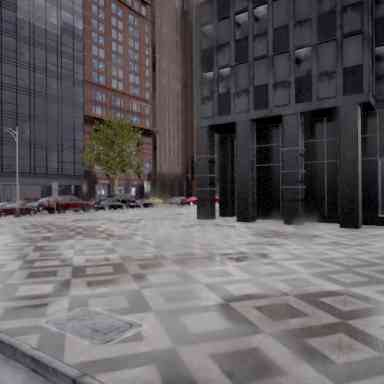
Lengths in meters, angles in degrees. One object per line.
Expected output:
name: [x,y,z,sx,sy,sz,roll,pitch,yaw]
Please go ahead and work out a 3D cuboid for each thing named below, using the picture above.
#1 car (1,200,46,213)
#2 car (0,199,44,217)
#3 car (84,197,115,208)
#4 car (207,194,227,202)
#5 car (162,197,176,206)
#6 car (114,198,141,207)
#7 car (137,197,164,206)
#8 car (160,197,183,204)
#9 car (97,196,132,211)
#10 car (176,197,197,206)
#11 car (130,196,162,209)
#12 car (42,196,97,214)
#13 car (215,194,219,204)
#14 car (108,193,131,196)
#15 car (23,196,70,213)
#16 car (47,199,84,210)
car: [-19.858,1.642,39.354,1.947,1.339,4.313,-1,0,35]
car: [-16.055,1.576,29.865,1.802,1.307,4.206,-1,0,35]
car: [-13.445,1.484,48.631,1.967,1.590,4.097,-1,0,35]
car: [5.799,1.296,76.463,2.192,1.841,5.009,-1,0,35]
car: [-2.029,1.495,54.748,2.033,1.411,5.357,-1,0,35]
car: [-10.236,1.613,53.269,1.802,1.307,4.206,-1,0,35]
car: [-7.126,1.544,57.767,1.752,1.417,4.829,-1,0,35]
car: [-3.821,1.574,62.547,1.947,1.339,4.313,-1,0,35]
car: [-9.641,1.525,39.141,1.947,1.339,4.313,-1,0,35]
car: [-0.021,1.462,53.055,1.887,1.381,4.507,-1,0,35]
car: [-6.435,1.509,43.778,1.947,1.339,4.313,-1,0,35]
car: [-12.850,1.290,34.504,2.192,1.841,5.009,-1,0,35]
car: [3.184,1.222,57.694,2.192,1.841,5.009,-1,0,35]
car: [-10.951,1.232,47.384,2.150,2.045,5.566,-1,0,35]
car: [-16.872,1.392,38.831,2.097,1.767,4.553,-1,0,35]
car: [-16.650,1.642,43.992,1.802,1.307,4.206,-1,0,35]
